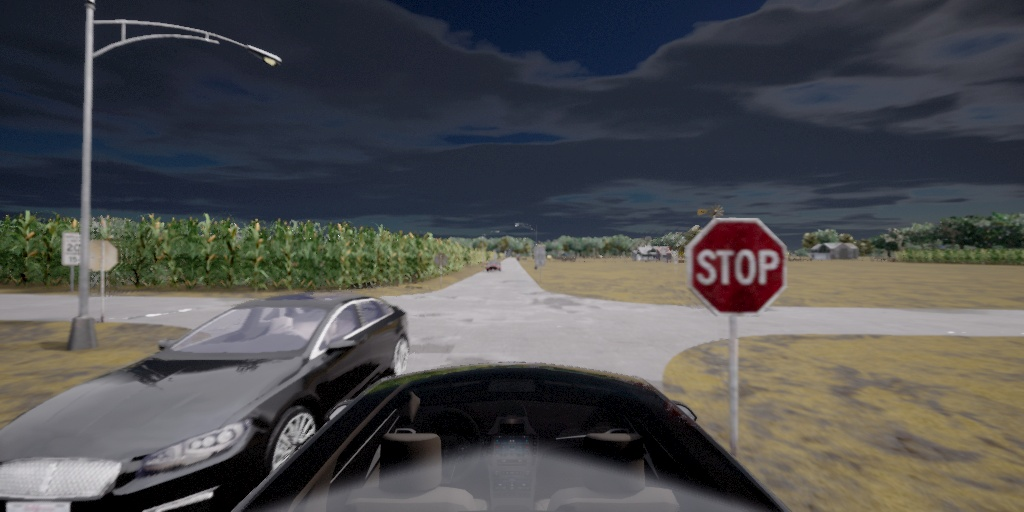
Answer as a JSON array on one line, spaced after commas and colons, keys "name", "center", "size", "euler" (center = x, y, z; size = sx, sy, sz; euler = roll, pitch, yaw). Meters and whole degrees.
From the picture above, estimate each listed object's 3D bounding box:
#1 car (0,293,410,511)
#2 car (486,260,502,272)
[{"name": "car", "center": [-2.728, 1.275, 4.526], "size": [2.128, 1.511, 4.902], "euler": [0, -1, 0]}, {"name": "car", "center": [-2.595, 1.369, 51.456], "size": [2.097, 1.767, 4.553], "euler": [0, 0, 0]}]
